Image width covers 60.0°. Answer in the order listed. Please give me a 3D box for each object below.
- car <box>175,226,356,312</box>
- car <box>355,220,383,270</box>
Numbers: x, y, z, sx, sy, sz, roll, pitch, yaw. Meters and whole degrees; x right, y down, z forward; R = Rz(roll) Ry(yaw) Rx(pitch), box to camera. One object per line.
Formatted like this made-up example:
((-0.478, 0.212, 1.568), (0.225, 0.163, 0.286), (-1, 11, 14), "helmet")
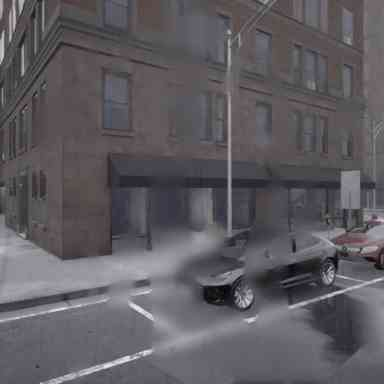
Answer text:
((1.661, 1.566, 7.720), (4.313, 1.339, 1.947), (0, 0, -36), "car")
((6.139, 1.582, 10.915), (4.206, 1.307, 1.802), (0, 0, -36), "car")
